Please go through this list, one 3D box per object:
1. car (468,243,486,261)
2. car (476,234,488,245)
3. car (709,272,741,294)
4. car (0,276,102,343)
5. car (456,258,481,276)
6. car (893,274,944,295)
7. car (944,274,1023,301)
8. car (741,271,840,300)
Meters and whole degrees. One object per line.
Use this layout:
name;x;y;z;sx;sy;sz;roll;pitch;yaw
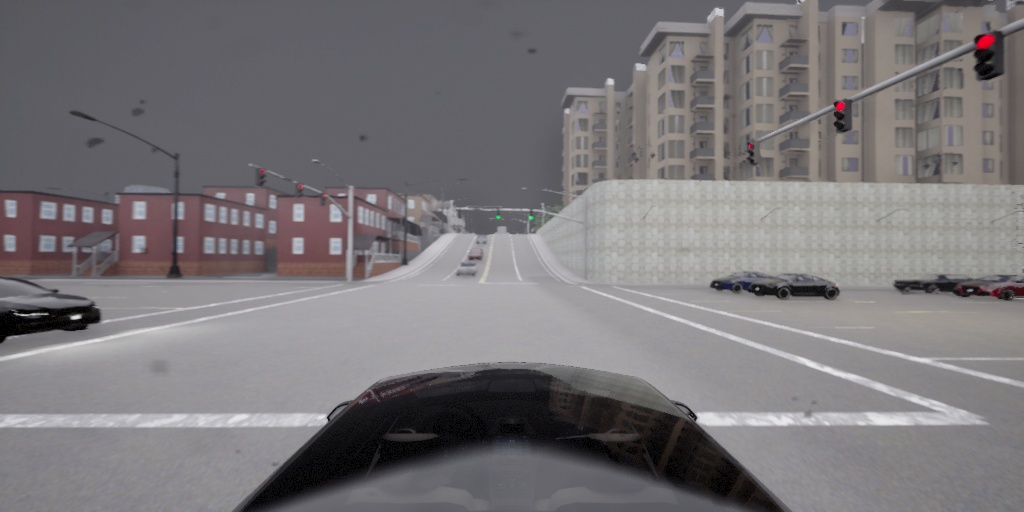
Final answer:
car;-4.990;-0.353;49.848;1.882;1.535;5.008;1;10;-1
car;-5.284;-2.935;62.854;2.128;1.511;4.902;1;12;-1
car;15.307;1.698;23.449;4.181;1.385;1.994;1;-1;-2
car;-12.991;1.226;8.635;4.892;1.490;1.837;0;-1;-1
car;-4.658;1.293;37.463;1.895;1.301;4.718;1;4;-2
car;28.361;1.848;23.777;4.718;1.301;1.895;0;-1;-1
car;27.806;1.764;20.261;4.181;1.385;1.994;0;-1;-1
car;15.584;1.659;19.950;4.181;1.385;1.994;1;-1;-2
